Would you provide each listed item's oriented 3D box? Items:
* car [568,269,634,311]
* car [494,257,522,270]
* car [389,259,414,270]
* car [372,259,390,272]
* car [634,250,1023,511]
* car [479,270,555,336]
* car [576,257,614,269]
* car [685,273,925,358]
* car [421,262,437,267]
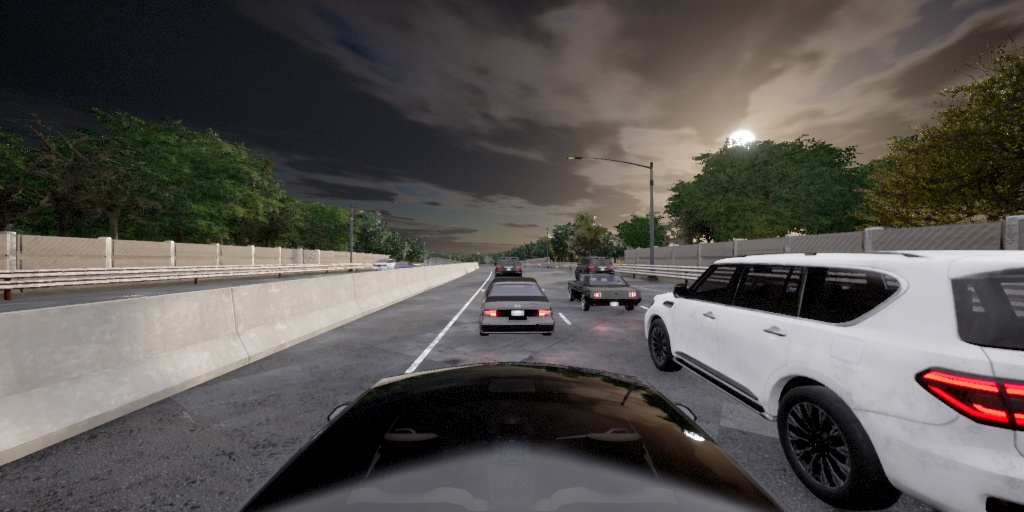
[{"bbox_3d":[3.484,1.365,14.502,1.895,1.301,4.718,0,0,-1],"label":"car"},{"bbox_3d":[-0.313,1.116,29.448,2.150,2.045,5.566,0,-1,-1],"label":"car"},{"bbox_3d":[-15.253,1.488,50.740,2.097,1.767,4.553,0,-1,-2],"label":"car"},{"bbox_3d":[-18.855,1.395,53.264,2.150,2.045,5.566,0,-1,-2],"label":"car"},{"bbox_3d":[3.570,0.972,4.469,2.150,2.045,5.566,0,0,1],"label":"car"},{"bbox_3d":[0.053,1.300,10.355,2.033,1.411,5.357,0,0,-2],"label":"car"},{"bbox_3d":[6.689,1.114,29.420,2.150,2.045,5.566,0,-1,-1],"label":"car"},{"bbox_3d":[7.052,1.299,9.722,2.033,1.411,5.357,0,0,-2],"label":"car"},{"bbox_3d":[-11.780,1.637,51.489,2.128,1.511,4.902,0,-1,-2],"label":"car"}]
